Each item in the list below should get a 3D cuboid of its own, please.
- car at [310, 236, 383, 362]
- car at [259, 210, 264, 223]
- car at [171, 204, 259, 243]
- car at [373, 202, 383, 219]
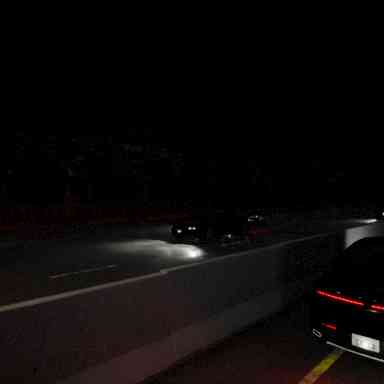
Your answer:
[{"bbox_3d":[3.678,1.514,5.646,1.837,1.490,4.892,0,0,43],"label":"car"},{"bbox_3d":[3.480,1.592,24.254,1.994,1.385,4.181,0,0,43],"label":"car"},{"bbox_3d":[1.088,1.524,16.591,1.837,1.490,4.892,0,-1,43],"label":"car"},{"bbox_3d":[17.027,1.548,28.422,1.837,1.490,4.892,0,0,44],"label":"car"}]
